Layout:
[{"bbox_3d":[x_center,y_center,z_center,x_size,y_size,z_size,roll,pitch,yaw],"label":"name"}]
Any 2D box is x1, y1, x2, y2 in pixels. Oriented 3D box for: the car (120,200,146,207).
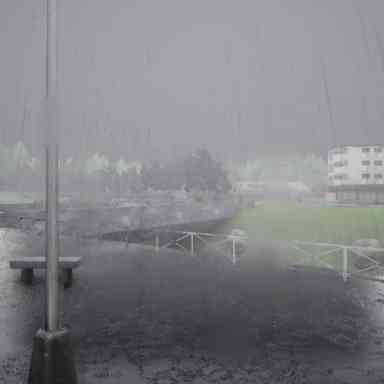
[{"bbox_3d":[-6.569,1.601,41.090,1.895,1.301,4.718,0,0,36],"label":"car"}]
